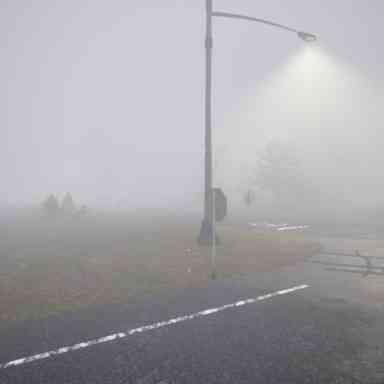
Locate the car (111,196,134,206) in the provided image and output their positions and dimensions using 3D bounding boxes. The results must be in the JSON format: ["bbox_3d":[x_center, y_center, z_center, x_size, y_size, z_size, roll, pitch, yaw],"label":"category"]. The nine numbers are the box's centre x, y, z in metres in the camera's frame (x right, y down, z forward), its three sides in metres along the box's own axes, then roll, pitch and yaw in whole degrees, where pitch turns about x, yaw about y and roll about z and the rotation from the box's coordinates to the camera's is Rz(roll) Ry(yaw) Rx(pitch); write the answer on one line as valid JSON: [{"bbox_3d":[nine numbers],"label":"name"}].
[{"bbox_3d":[-10.705,1.467,52.622,1.994,1.385,4.181,0,0,-33],"label":"car"}]

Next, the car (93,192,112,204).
[{"bbox_3d":[-16.278,1.106,60.942,2.150,2.045,5.566,0,0,-34],"label":"car"}]
